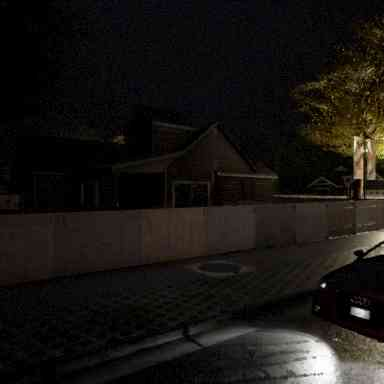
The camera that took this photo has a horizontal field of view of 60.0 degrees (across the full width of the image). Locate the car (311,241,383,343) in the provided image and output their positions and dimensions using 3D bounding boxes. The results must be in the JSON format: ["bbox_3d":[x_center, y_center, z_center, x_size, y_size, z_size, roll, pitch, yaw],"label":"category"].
[{"bbox_3d":[4.050,1.565,5.964,4.181,1.385,1.994,0,0,-35],"label":"car"}]
